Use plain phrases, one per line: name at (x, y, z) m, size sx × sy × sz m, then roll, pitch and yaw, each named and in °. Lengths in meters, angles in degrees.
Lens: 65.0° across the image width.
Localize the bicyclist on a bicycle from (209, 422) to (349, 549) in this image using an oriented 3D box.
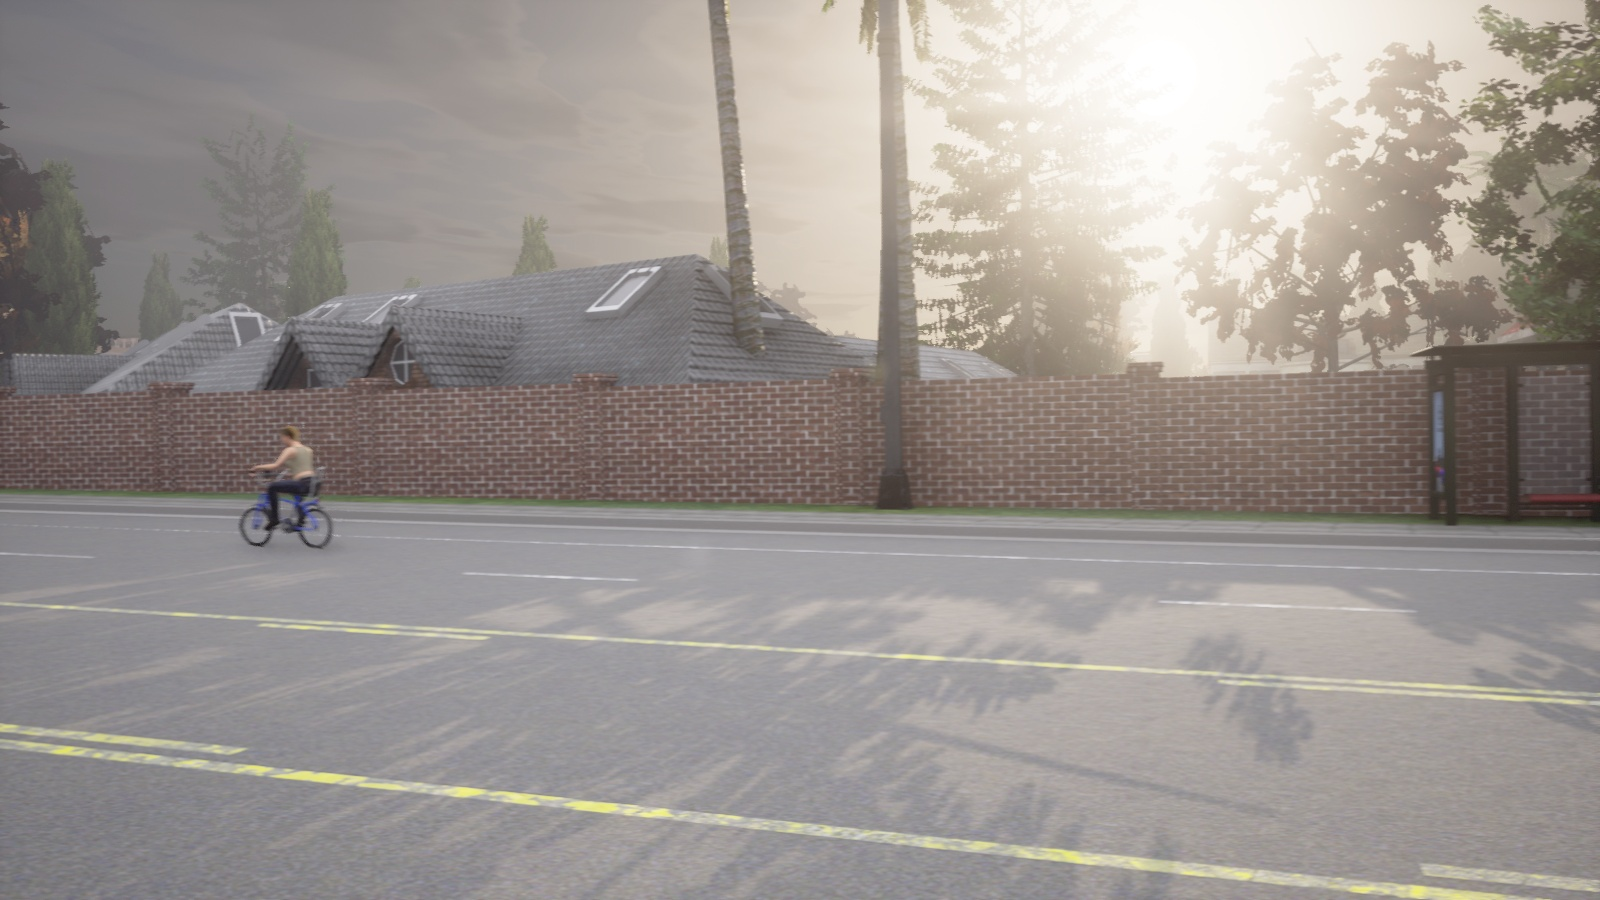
bicyclist on a bicycle at (-6.871, 0.437, 16.574) m, size 1.509 × 1.612 × 0.866 m, roll 1°, pitch 1°, yaw 19°
